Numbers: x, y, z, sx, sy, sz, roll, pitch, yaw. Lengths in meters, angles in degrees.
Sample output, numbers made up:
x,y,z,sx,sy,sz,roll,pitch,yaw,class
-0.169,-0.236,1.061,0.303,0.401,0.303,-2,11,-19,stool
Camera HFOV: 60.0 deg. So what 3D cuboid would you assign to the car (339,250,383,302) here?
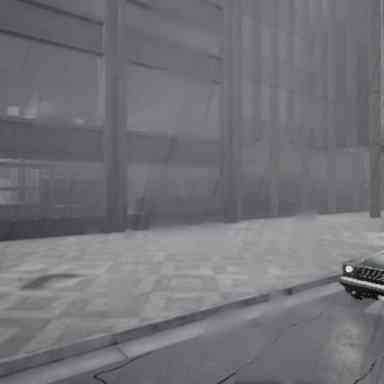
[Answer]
x,y,z,sx,sy,sz,roll,pitch,yaw,class
5.197,1.567,7.091,4.718,1.301,1.895,0,0,-36,car
